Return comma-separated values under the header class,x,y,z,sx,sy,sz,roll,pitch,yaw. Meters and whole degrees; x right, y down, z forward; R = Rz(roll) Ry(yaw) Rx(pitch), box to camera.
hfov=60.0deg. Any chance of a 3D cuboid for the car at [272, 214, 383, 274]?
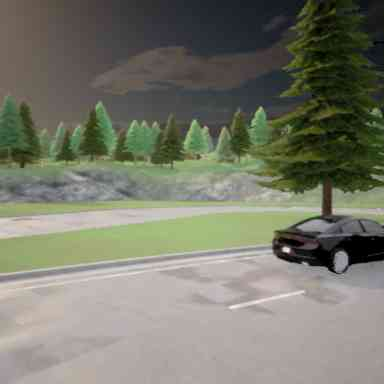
class,x,y,z,sx,sy,sz,roll,pitch,yaw
car,4.831,1.442,10.392,5.008,1.535,1.882,0,0,-27
